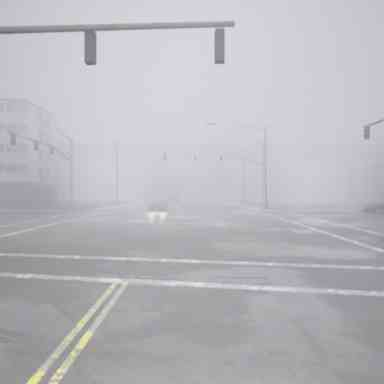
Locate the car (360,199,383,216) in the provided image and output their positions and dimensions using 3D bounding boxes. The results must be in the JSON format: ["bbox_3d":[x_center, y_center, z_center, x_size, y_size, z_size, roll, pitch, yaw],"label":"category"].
[{"bbox_3d":[17.708,1.311,29.774,4.902,1.511,2.128,-1,0,1],"label":"car"}]

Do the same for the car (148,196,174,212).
[{"bbox_3d":[-3.576,1.513,37.096,1.994,1.385,4.181,0,0,6],"label":"car"}]

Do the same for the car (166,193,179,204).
[{"bbox_3d":[-3.540,1.139,61.568,2.150,2.045,5.566,0,0,-1],"label":"car"}]
